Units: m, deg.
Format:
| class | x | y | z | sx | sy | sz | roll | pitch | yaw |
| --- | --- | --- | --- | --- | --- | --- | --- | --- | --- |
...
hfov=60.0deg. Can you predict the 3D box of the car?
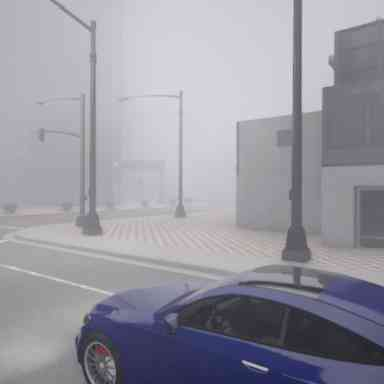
| class | x | y | z | sx | sy | sz | roll | pitch | yaw |
| --- | --- | --- | --- | --- | --- | --- | --- | --- | --- |
| car | 0.774 | 1.527 | 3.443 | 4.674 | 1.442 | 1.812 | 0 | 0 | 36 |
